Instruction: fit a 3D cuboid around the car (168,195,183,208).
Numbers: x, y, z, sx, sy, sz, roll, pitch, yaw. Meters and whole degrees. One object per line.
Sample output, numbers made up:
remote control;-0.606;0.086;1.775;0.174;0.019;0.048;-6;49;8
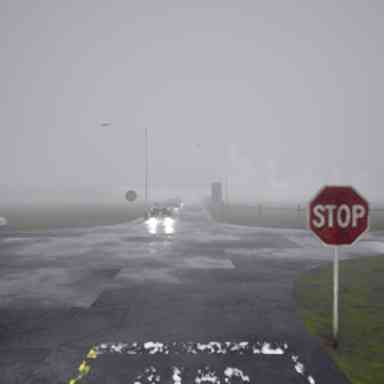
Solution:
car;-2.759;1.509;46.610;1.994;1.385;4.181;0;0;0

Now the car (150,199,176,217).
car;-2.790;1.562;31.130;1.895;1.301;4.718;0;0;0

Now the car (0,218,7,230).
car;-12.085;1.577;16.741;4.718;1.301;1.895;0;1;6
